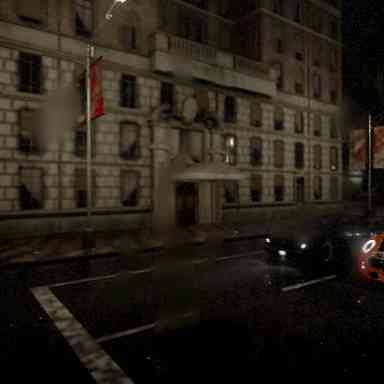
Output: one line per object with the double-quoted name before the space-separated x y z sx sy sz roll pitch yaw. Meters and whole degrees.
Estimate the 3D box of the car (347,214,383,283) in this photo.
"car" 6.230 1.282 8.420 4.553 1.767 2.097 0 0 -35

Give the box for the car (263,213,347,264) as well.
"car" 4.953 1.471 11.817 5.357 1.411 2.033 0 0 -35
